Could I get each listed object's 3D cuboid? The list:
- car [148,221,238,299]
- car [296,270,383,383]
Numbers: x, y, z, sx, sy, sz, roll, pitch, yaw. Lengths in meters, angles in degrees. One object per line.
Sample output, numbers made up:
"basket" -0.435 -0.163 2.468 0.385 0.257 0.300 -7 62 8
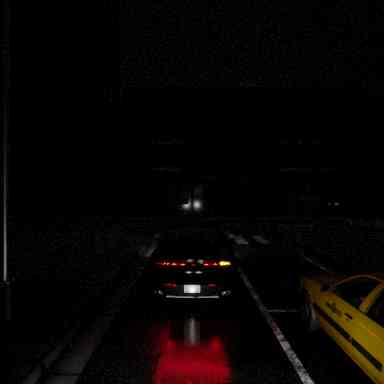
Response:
"car" 0.065 1.507 8.452 1.837 1.490 4.892 0 0 1
"car" 2.639 1.526 3.992 1.752 1.417 4.829 0 0 0
